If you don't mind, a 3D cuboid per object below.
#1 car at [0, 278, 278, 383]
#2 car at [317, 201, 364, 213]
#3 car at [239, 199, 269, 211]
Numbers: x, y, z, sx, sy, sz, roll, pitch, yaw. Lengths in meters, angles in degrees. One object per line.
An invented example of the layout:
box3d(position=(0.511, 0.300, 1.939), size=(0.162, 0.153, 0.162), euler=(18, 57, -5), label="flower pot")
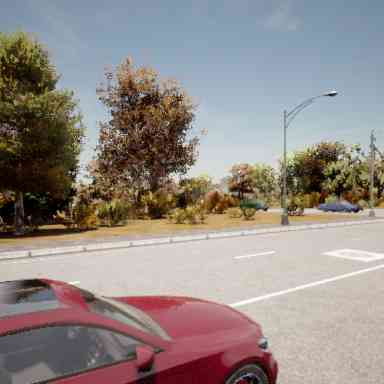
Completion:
box3d(position=(-1.314, 1.526, 2.810), size=(4.674, 1.442, 1.812), euler=(0, 0, -35), label="car")
box3d(position=(18.038, 1.815, 40.678), size=(2.033, 1.411, 5.357), euler=(0, -2, -32), label="car")
box3d(position=(9.918, 2.117, 53.658), size=(2.150, 2.045, 5.566), euler=(0, -2, -32), label="car")
